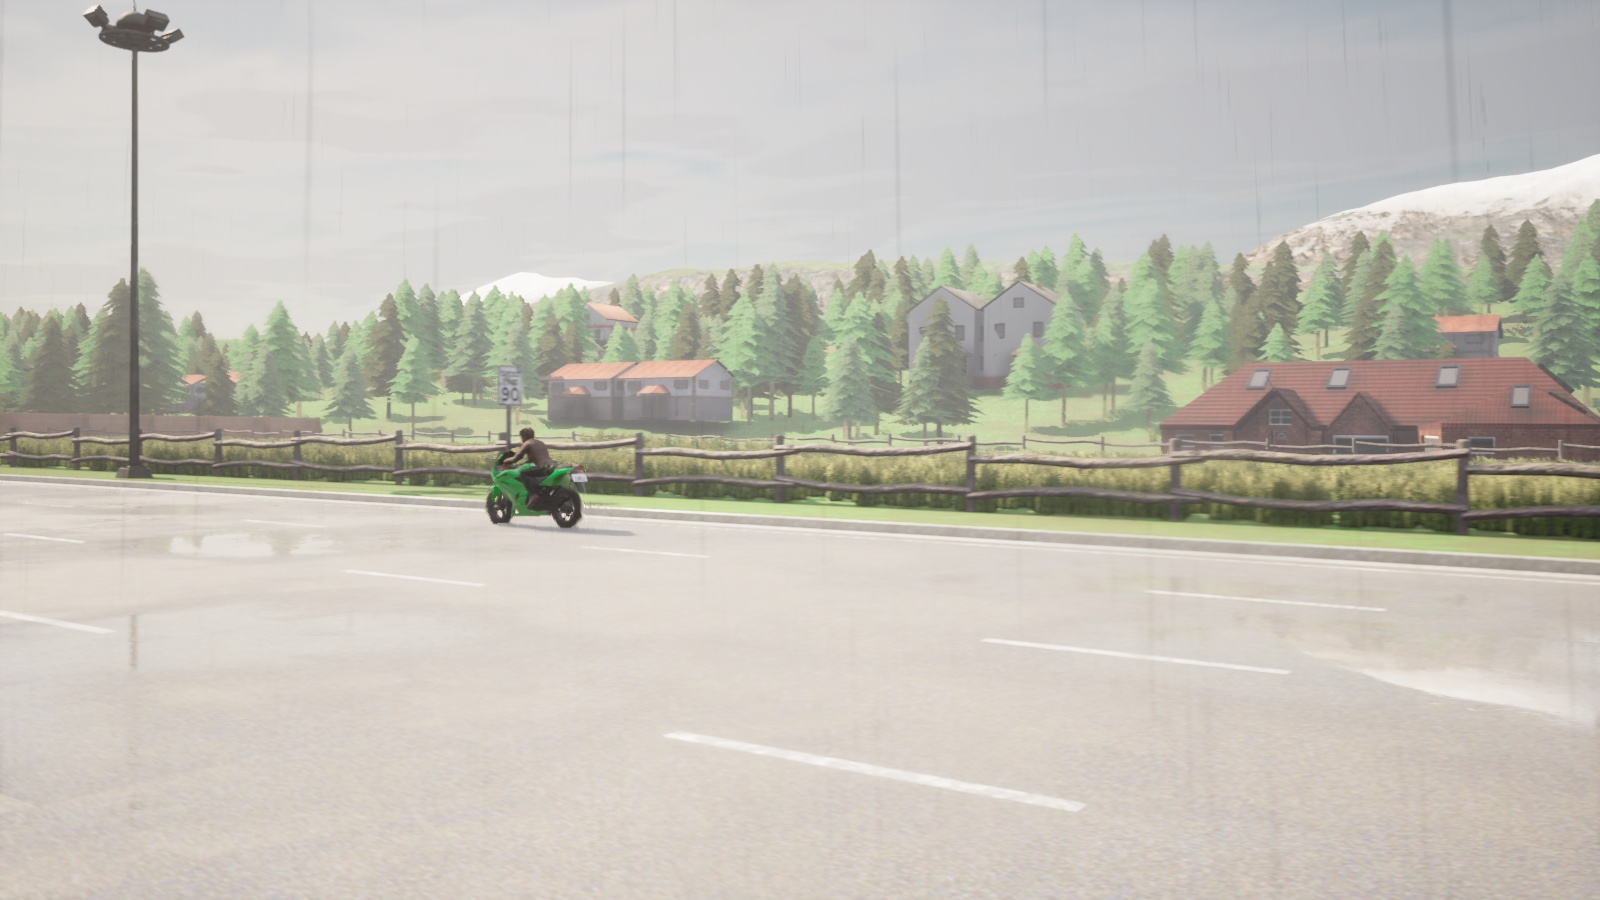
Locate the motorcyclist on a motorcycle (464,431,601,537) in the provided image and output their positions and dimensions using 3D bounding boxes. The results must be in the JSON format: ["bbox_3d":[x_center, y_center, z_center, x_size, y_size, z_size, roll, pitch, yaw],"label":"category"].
[{"bbox_3d":[-4.037,0.491,18.910,2.044,1.523,0.797,-1,1,34],"label":"motorcyclist on a motorcycle"}]
